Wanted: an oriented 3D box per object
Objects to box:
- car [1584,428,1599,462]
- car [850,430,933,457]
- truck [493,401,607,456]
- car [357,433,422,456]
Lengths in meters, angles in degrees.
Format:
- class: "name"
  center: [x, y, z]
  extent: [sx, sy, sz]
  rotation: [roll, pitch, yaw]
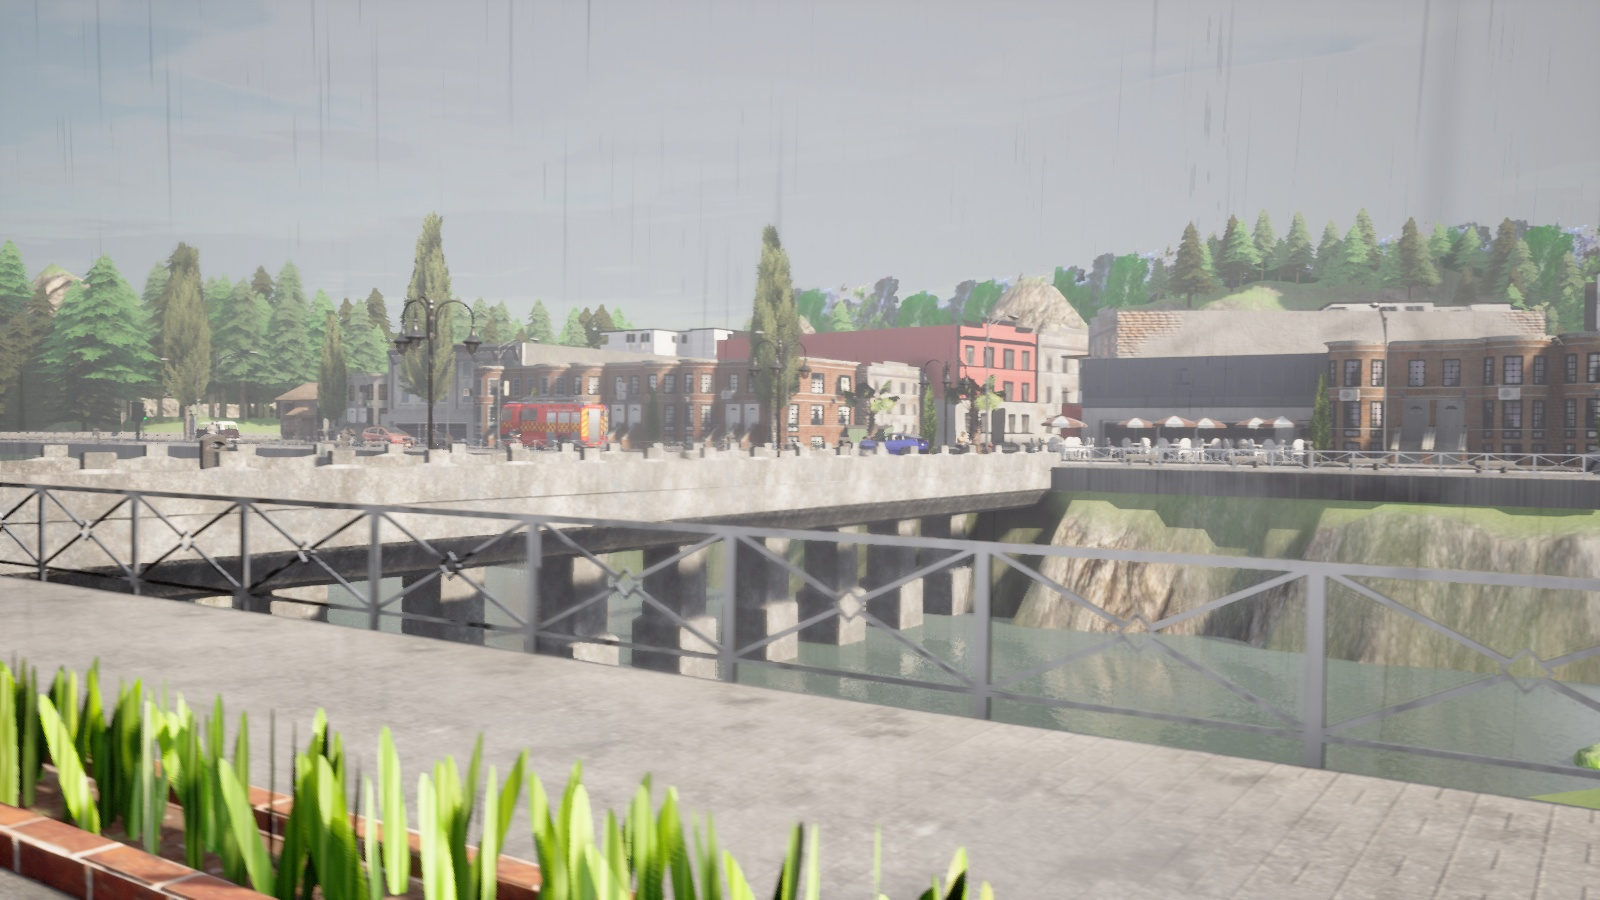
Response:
- class: "car"
  center: [34.180, -0.207, 50.768]
  extent: [4.181, 1.385, 1.994]
  rotation: [0, 1, 34]
- class: "car"
  center: [5.401, -0.390, 74.673]
  extent: [4.514, 1.525, 2.007]
  rotation: [0, 1, 34]
- class: "truck"
  center: [-18.010, -1.501, 90.198]
  extent: [8.468, 3.827, 2.891]
  rotation: [0, 1, 34]
- class: "car"
  center: [-30.692, -0.427, 93.834]
  extent: [4.611, 1.667, 2.242]
  rotation: [0, 1, 34]
